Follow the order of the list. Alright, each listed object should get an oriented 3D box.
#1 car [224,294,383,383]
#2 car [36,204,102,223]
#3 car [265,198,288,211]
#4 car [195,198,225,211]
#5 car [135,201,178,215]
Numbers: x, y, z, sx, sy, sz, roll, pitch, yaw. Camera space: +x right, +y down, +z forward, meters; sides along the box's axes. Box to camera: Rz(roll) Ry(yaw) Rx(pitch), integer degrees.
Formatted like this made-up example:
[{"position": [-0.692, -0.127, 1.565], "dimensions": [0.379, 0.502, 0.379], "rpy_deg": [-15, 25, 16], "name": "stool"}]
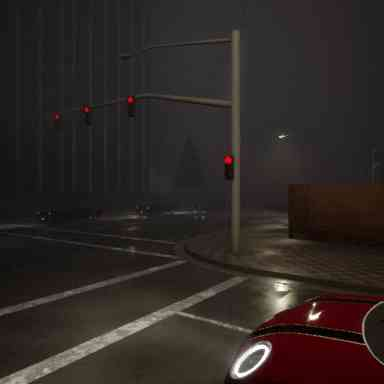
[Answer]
[{"position": [2.449, 1.352, 2.211], "dimensions": [4.553, 1.767, 2.097], "rpy_deg": [0, 0, 36], "name": "car"}, {"position": [-9.319, 1.601, 25.455], "dimensions": [1.895, 1.301, 4.718], "rpy_deg": [0, 0, 35], "name": "car"}, {"position": [10.746, 1.492, 41.332], "dimensions": [2.128, 1.511, 4.902], "rpy_deg": [0, 0, 36], "name": "car"}, {"position": [2.306, 1.491, 41.820], "dimensions": [2.128, 1.511, 4.902], "rpy_deg": [0, 0, 36], "name": "car"}, {"position": [-3.538, 1.601, 33.610], "dimensions": [1.895, 1.301, 4.718], "rpy_deg": [0, 0, 35], "name": "car"}]
